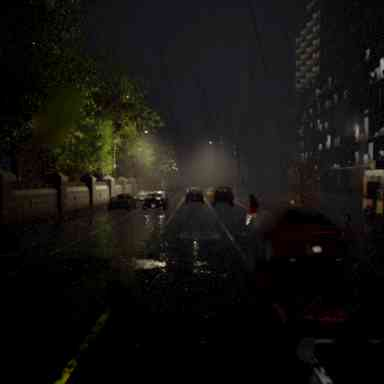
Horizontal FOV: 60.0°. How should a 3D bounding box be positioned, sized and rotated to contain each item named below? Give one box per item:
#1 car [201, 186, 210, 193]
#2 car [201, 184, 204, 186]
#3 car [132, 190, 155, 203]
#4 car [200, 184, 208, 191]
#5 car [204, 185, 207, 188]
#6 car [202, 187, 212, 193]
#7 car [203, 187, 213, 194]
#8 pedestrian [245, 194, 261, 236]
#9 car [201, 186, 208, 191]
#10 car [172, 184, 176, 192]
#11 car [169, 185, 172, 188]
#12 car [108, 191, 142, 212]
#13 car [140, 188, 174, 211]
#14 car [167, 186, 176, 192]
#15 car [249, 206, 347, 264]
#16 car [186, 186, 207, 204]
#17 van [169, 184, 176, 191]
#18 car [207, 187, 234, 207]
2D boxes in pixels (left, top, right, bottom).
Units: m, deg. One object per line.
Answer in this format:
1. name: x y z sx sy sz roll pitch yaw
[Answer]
1. car: 3.175 -0.621 77.434 1.887 1.381 4.507 0 2 0
2. car: 0.330 -0.008 47.992 2.097 1.767 4.553 0 2 1
3. car: -5.454 0.470 38.079 2.008 1.369 4.403 0 2 0
4. car: 3.282 -1.303 94.319 2.192 1.841 5.009 0 2 0
5. car: 3.035 -0.033 55.085 1.752 1.417 4.829 0 2 0
6. car: 3.140 -0.448 71.804 1.947 1.339 4.313 0 2 0
7. car: 3.104 -0.318 66.173 1.887 1.381 4.507 0 2 0
8. pedestrian: 2.508 0.905 13.554 0.375 1.860 0.375 0 2 -3
9. car: 3.248 -0.947 88.863 1.752 1.417 4.829 0 2 0
10. car: -2.566 -0.670 69.054 1.994 1.385 4.181 0 2 0
11. car: -5.311 -0.160 60.597 2.008 1.369 4.403 0 2 0
12. car: -5.524 0.819 26.819 1.802 1.307 4.206 0 2 0
13. car: -2.926 0.704 27.677 2.128 1.511 4.902 0 2 0
14. car: -5.169 -0.752 83.118 1.947 1.339 4.313 0 2 0
15. car: 3.064 1.173 10.583 1.882 1.535 5.008 0 2 0
16. car: 0.306 0.456 36.009 1.882 1.535 5.008 0 2 1
17. van: -5.133 -1.128 88.742 1.690 1.788 3.998 0 2 0
18. car: 2.892 0.395 32.388 2.192 1.841 5.009 0 2 0
